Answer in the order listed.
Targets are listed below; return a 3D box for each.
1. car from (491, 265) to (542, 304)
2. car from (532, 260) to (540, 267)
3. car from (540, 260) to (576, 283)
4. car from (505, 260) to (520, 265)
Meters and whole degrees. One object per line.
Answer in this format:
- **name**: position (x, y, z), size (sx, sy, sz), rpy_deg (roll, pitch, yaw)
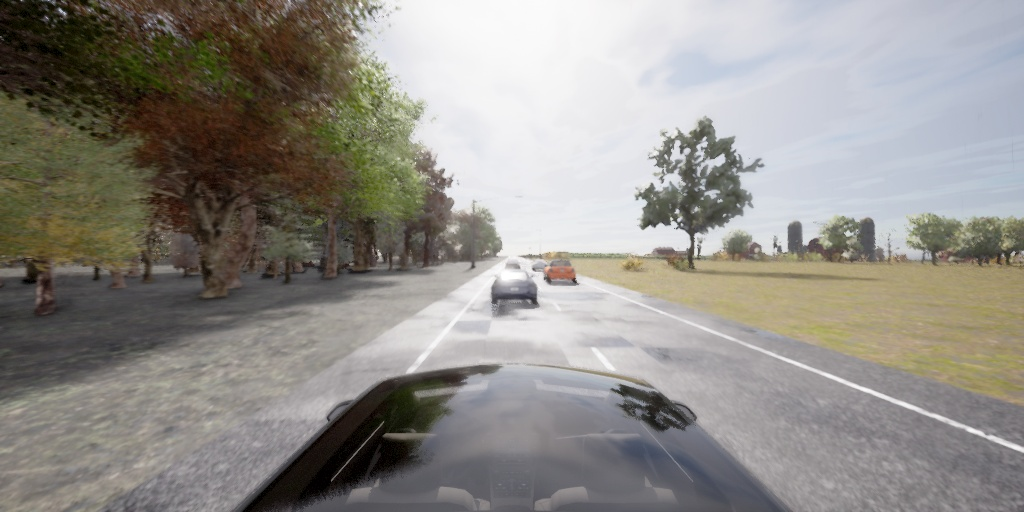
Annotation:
- **car**: position (0.104, 1.289, 16.304), size (1.994, 1.385, 4.181), rpy_deg (0, 0, 0)
- **car**: position (3.602, 1.186, 47.399), size (1.812, 1.442, 4.674), rpy_deg (0, 0, 0)
- **car**: position (3.555, 1.054, 27.372), size (2.097, 1.767, 4.553), rpy_deg (0, 0, 1)
- **car**: position (0.112, 1.196, 43.770), size (1.812, 1.442, 4.674), rpy_deg (0, 0, 0)
